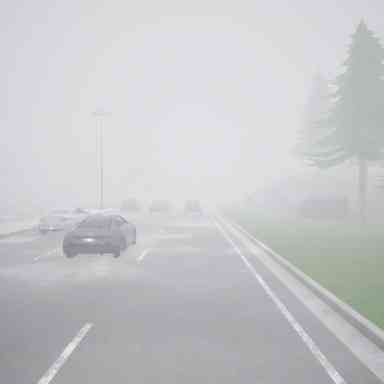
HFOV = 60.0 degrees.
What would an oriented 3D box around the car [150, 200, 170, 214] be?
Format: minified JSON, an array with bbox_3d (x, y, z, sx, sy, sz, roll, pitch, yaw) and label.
[{"bbox_3d":[-3.399,1.547,35.575,2.033,1.411,5.357,0,0,0],"label":"car"}]

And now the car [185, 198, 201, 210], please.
[{"bbox_3d":[0.140,1.547,44.517,2.033,1.411,5.357,0,0,1],"label":"car"}]

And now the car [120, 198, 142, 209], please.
[{"bbox_3d":[-6.897,1.504,37.849,1.837,1.490,4.892,0,0,0],"label":"car"}]

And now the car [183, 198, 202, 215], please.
[{"bbox_3d":[0.097,1.547,34.442,2.033,1.411,5.357,0,0,0],"label":"car"}]

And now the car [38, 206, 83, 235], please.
[{"bbox_3d":[-6.898,1.526,18.616,1.812,1.442,4.674,0,0,0],"label":"car"}]

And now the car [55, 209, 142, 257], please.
[{"bbox_3d":[-3.399,1.564,12.994,1.994,1.385,4.181,0,0,0],"label":"car"}]
